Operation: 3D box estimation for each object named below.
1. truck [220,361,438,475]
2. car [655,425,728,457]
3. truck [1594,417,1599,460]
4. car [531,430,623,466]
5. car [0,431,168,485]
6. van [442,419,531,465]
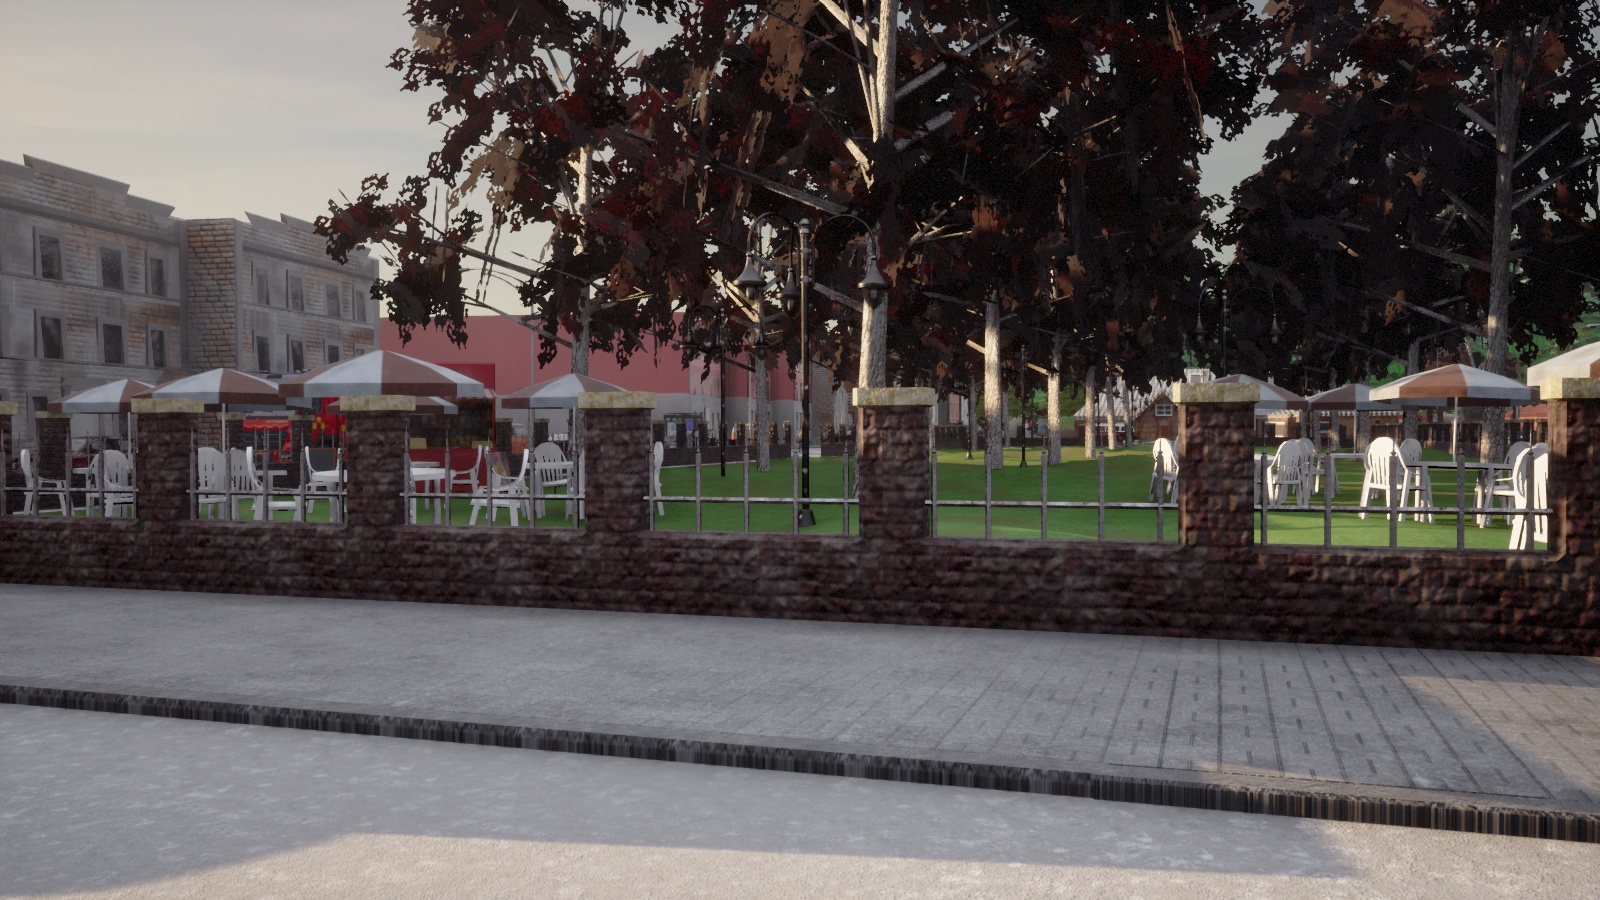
[{"bbox_3d":[-17.227,-1.152,46.772,2.891,3.827,8.468,1,1,18],"label":"truck"},{"bbox_3d":[-5.846,-0.511,68.335,2.152,1.651,5.027,1,1,19],"label":"car"},{"bbox_3d":[46.863,-0.609,70.231,2.627,2.467,5.204,0,1,14],"label":"truck"},{"bbox_3d":[-9.902,-0.132,56.163,1.882,1.535,5.008,1,1,18],"label":"car"},{"bbox_3d":[-20.693,0.180,36.370,1.816,1.474,4.193,1,1,18],"label":"car"},{"bbox_3d":[-14.029,-0.377,56.420,1.775,1.987,4.442,1,1,18],"label":"van"}]
